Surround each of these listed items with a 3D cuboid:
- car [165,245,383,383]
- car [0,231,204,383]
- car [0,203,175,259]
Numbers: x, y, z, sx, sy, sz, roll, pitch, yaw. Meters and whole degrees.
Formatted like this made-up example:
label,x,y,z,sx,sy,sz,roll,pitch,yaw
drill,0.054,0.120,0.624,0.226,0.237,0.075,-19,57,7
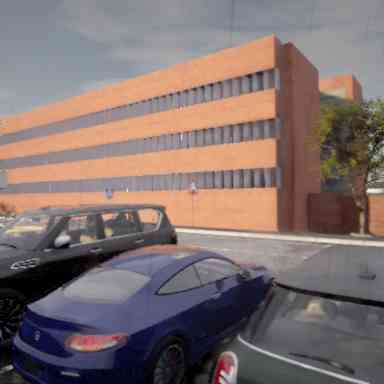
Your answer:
label,x,y,z,sx,sy,sz,roll,pitch,yaw
car,2.055,1.357,3.489,2.185,1.767,4.553,-1,0,36
car,-0.227,1.555,5.153,2.002,1.452,4.674,-1,0,36
car,-2.544,1.296,6.775,2.435,2.045,5.566,-1,0,36
